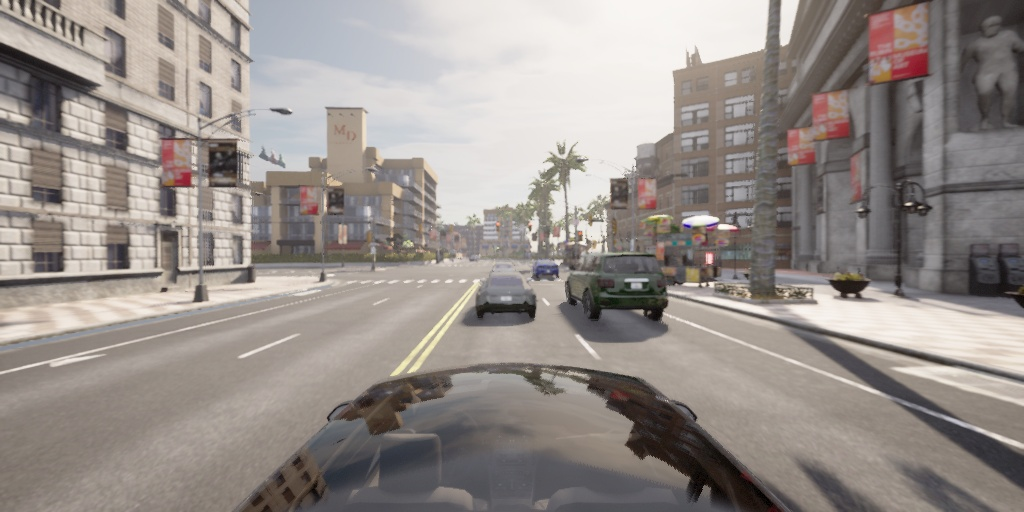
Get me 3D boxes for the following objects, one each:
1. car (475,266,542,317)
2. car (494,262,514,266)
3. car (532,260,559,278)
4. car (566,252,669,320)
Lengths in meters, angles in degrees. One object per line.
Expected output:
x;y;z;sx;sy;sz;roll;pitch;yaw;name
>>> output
-0.211;1.247;12.823;1.994;1.385;4.181;0;0;-1;car
-0.584;1.157;25.487;2.033;1.411;5.357;0;0;-1;car
2.799;1.036;30.626;1.882;1.535;5.008;0;0;-1;car
3.299;0.886;12.314;2.150;2.045;5.566;0;0;-1;car
